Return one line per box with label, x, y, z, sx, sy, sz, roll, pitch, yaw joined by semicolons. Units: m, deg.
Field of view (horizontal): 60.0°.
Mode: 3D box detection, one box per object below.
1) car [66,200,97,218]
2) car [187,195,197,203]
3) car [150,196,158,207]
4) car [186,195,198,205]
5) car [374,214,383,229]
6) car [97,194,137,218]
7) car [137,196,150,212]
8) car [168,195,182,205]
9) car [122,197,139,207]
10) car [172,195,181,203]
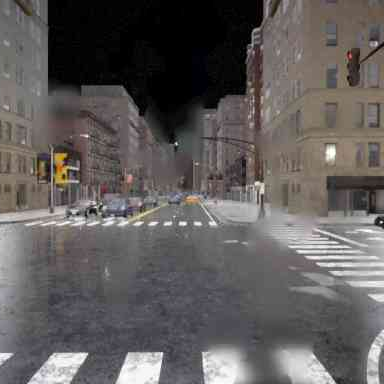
car;-9.834;1.490;30.183;2.128;1.511;4.902;0;0;0
car;0.023;1.461;70.789;2.128;1.511;4.902;0;0;0
car;-6.573;1.377;52.671;2.097;1.767;4.553;0;0;-1
car;0.020;1.519;60.370;1.882;1.535;5.008;0;0;0
car;12.556;1.499;18.554;4.181;1.385;1.994;0;1;0
car;-6.583;1.350;29.848;2.097;1.767;4.553;0;0;0
car;-6.578;1.357;38.783;2.097;1.767;4.553;0;0;0
car;-3.229;1.606;60.754;1.994;1.385;4.181;0;0;0
car;-9.818;1.553;53.687;1.812;1.442;4.674;0;0;0
car;-3.227;1.460;70.790;1.812;1.442;4.674;0;0;0
